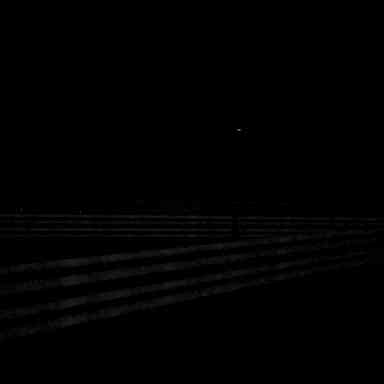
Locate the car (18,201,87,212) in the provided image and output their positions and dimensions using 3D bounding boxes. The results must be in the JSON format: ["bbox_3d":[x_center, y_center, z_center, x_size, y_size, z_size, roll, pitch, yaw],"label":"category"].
[{"bbox_3d":[-9.843,1.385,23.757,4.674,1.442,1.812,1,-1,-10],"label":"car"}]

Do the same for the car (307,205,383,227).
[{"bbox_3d":[9.487,1.616,20.170,4.553,1.767,2.097,1,-1,-10],"label":"car"}]
